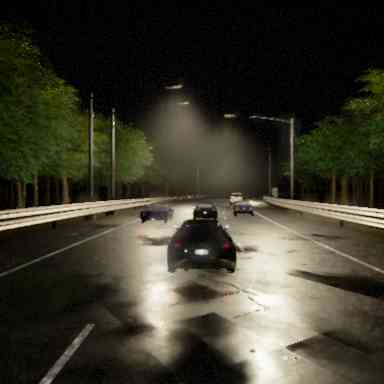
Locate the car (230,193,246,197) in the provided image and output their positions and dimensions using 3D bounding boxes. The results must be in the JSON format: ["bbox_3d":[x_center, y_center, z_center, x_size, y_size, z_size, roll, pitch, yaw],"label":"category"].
[{"bbox_3d":[7.822,1.193,57.687,2.150,2.045,5.566,0,0,9],"label":"car"}]

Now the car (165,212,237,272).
[{"bbox_3d":[0.307,1.560,10.805,1.994,1.385,4.181,0,0,1],"label":"car"}]

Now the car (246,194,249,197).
[{"bbox_3d":[12.493,1.428,83.458,1.882,1.535,5.008,0,0,12],"label":"car"}]

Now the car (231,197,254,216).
[{"bbox_3d":[4.900,1.539,32.356,2.033,1.411,5.357,0,0,5],"label":"car"}]

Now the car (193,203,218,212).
[{"bbox_3d":[1.148,1.554,27.621,1.994,1.385,4.181,0,0,4],"label":"car"}]

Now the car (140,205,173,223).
[{"bbox_3d":[-2.539,1.588,25.135,1.895,1.301,4.718,0,0,4],"label":"car"}]
